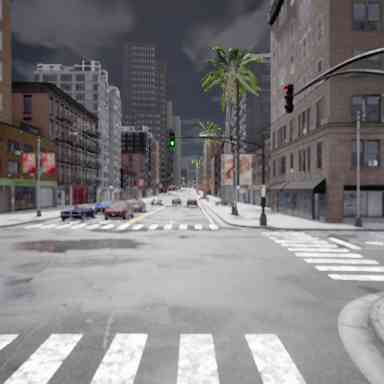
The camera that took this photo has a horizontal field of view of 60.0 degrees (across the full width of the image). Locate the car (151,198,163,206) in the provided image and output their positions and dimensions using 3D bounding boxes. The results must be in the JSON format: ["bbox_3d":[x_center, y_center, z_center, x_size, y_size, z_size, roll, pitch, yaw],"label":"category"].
[{"bbox_3d":[-6.589,1.876,62.335,2.128,1.511,4.902,0,0,0],"label":"car"}]

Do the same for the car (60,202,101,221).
[{"bbox_3d":[-9.879,1.793,29.286,1.895,1.301,4.718,0,0,0],"label":"car"}]

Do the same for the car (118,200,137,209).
[{"bbox_3d":[-9.892,1.927,51.271,1.895,1.301,4.718,0,0,0],"label":"car"}]

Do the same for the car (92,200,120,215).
[{"bbox_3d":[-9.889,1.731,38.680,1.882,1.535,5.008,0,0,0],"label":"car"}]

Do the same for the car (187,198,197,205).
[{"bbox_3d":[0.002,1.983,70.868,1.994,1.385,4.181,0,0,0],"label":"car"}]

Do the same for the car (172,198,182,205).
[{"bbox_3d":[-3.239,1.917,70.401,2.128,1.511,4.902,0,0,0],"label":"car"}]

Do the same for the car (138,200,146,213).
[{"bbox_3d":[-6.639,1.766,40.110,1.837,1.490,4.892,0,0,0],"label":"car"}]

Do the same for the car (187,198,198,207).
[{"bbox_3d":[0.040,1.853,60.827,1.882,1.535,5.008,0,0,0],"label":"car"}]

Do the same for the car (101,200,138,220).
[{"bbox_3d":[-6.622,1.679,30.629,1.882,1.535,5.008,0,0,1],"label":"car"}]
